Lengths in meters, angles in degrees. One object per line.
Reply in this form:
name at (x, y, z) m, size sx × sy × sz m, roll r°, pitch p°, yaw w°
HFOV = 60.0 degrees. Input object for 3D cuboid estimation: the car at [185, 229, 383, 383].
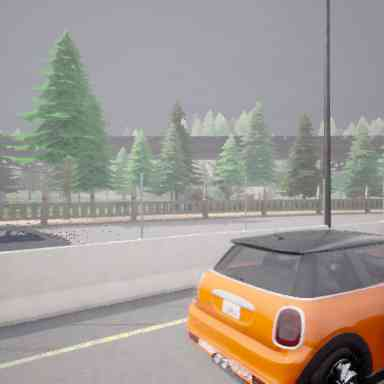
car at (2.241, 1.351, 4.889) m, size 4.553 × 1.767 × 2.097 m, roll 0°, pitch 0°, yaw -32°

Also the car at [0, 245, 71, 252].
car at (-5.320, 1.564, 8.597) m, size 4.181 × 1.385 × 1.994 m, roll 0°, pitch 0°, yaw -34°
